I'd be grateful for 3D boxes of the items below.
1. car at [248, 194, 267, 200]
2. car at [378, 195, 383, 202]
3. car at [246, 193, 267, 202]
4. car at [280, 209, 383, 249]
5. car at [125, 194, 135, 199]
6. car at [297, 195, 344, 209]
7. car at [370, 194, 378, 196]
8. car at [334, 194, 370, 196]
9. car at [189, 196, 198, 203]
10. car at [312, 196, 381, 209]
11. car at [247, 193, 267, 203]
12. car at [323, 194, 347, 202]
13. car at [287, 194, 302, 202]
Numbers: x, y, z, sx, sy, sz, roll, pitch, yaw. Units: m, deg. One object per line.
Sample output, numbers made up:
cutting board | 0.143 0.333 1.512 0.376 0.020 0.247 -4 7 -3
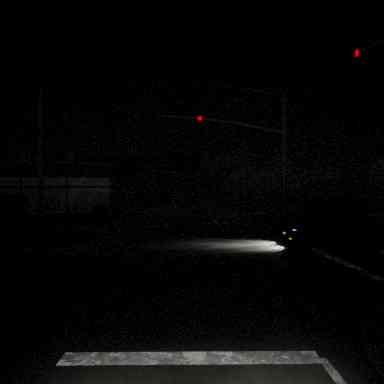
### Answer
car | 18.080 1.334 91.697 4.902 1.511 2.128 0 0 0
car | 38.686 1.154 62.739 5.027 1.636 2.152 0 0 0
car | 13.410 1.077 69.065 3.866 1.878 1.905 0 0 0
car | 5.925 1.564 14.142 4.181 1.385 1.994 0 0 -1
car | -16.096 1.333 91.654 4.674 1.442 1.812 0 0 0
car | 12.999 1.330 31.481 5.027 1.636 2.152 0 0 0
car | 38.338 1.232 69.156 3.806 1.475 1.970 0 0 0
car | 20.626 1.320 43.357 3.633 1.501 1.845 0 0 0
car | 0.232 1.547 69.759 2.033 1.411 5.357 0 0 0
car | 13.063 1.340 28.344 4.514 1.523 2.007 0 0 0
car | 12.812 1.361 65.738 3.806 1.475 1.970 0 0 0
car | 31.274 1.298 72.790 4.514 1.523 2.007 0 0 0
car | 21.291 1.097 65.809 4.605 1.855 1.932 0 0 0
